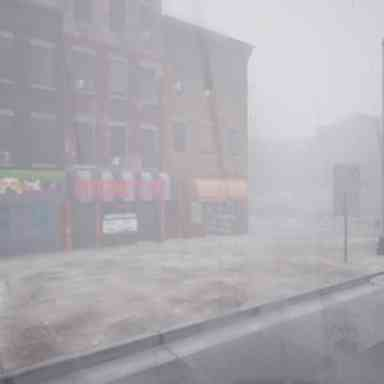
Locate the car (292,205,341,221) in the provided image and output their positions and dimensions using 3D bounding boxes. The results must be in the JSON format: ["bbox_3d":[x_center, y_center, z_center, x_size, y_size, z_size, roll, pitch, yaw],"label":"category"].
[{"bbox_3d":[12.923,2.169,33.822,2.008,1.369,4.403,-2,0,-36],"label":"car"}]

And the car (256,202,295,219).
[{"bbox_3d":[9.699,2.068,38.326,2.192,1.841,5.009,-2,0,-36],"label":"car"}]
